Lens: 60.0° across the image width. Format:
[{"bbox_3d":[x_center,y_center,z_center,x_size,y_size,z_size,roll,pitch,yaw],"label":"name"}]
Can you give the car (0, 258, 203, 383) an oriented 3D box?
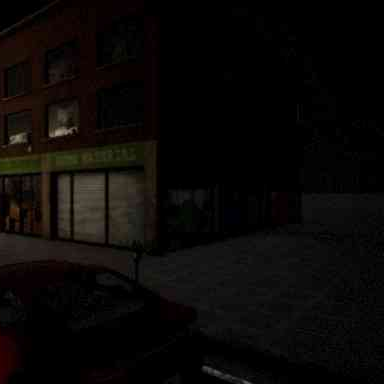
[{"bbox_3d":[-1.994,1.547,4.233,4.507,1.381,1.887,0,0,35],"label":"car"}]
